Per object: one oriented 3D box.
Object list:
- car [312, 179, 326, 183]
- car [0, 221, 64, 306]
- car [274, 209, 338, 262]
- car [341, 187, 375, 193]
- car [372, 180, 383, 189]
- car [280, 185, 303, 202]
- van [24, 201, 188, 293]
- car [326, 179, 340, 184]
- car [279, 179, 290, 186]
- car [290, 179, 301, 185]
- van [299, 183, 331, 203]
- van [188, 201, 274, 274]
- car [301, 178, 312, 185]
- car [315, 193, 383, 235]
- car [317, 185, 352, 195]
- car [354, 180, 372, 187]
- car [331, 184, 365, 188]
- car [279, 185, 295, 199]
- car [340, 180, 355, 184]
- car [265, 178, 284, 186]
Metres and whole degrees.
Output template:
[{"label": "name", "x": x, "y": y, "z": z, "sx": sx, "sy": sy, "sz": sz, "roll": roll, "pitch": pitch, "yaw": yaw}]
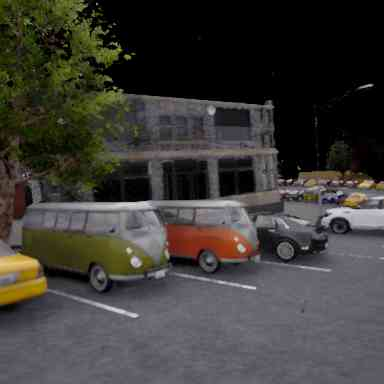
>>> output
[{"label": "car", "x": 25.896, "y": -1.768, "z": 64.693, "sx": 2.185, "sy": 1.767, "sz": 4.553, "roll": 1, "pitch": 5, "yaw": 43}, {"label": "car", "x": -5.238, "y": 1.483, "z": 7.052, "sx": 5.366, "sy": 1.575, "sz": 1.946, "roll": -1, "pitch": -1, "yaw": 35}, {"label": "car", "x": 2.366, "y": 1.485, "z": 12.124, "sx": 4.892, "sy": 1.521, "sz": 2.231, "roll": -1, "pitch": -1, "yaw": 35}, {"label": "car", "x": 19.441, "y": 0.765, "z": 38.990, "sx": 1.946, "sy": 1.575, "sz": 5.366, "roll": 0, "pitch": 6, "yaw": 40}, {"label": "car", "x": 31.665, "y": -1.170, "z": 54.447, "sx": 1.946, "sy": 1.575, "sz": 5.366, "roll": 1, "pitch": 5, "yaw": 41}, {"label": "car", "x": 14.888, "y": 0.432, "z": 46.744, "sx": 2.231, "sy": 1.521, "sz": 4.892, "roll": 0, "pitch": 6, "yaw": 41}, {"label": "van", "x": -2.507, "y": 1.256, "z": 8.611, "sx": 4.442, "sy": 1.987, "sz": 1.878, "roll": -1, "pitch": -1, "yaw": 35}, {"label": "car", "x": 27.304, "y": -1.479, "z": 62.109, "sx": 2.002, "sy": 1.452, "sz": 4.674, "roll": 1, "pitch": 5, "yaw": 42}, {"label": "car", "x": 21.867, "y": -2.033, "z": 72.618, "sx": 2.097, "sy": 1.535, "sz": 5.008, "roll": 1, "pitch": 6, "yaw": 44}, {"label": "car", "x": 23.227, "y": -2.030, "z": 69.991, "sx": 2.185, "sy": 1.767, "sz": 4.553, "roll": 2, "pitch": 6, "yaw": 43}, {"label": "van", "x": 16.411, "y": 0.314, "z": 44.175, "sx": 1.878, "sy": 1.987, "sz": 4.442, "roll": 0, "pitch": 6, "yaw": 41}, {"label": "van", "x": -0.022, "y": 1.256, "z": 10.343, "sx": 4.442, "sy": 1.987, "sz": 1.878, "roll": -1, "pitch": -1, "yaw": 35}, {"label": "car", "x": 24.682, "y": -1.792, "z": 67.485, "sx": 1.946, "sy": 1.575, "sz": 5.366, "roll": 1, "pitch": 5, "yaw": 43}, {"label": "car", "x": 9.777, "y": 1.233, "z": 17.323, "sx": 5.566, "sy": 2.045, "sz": 2.435, "roll": -1, "pitch": -1, "yaw": 35}, {"label": "car", "x": 17.800, "y": 0.549, "z": 41.439, "sx": 2.185, "sy": 1.767, "sz": 4.553, "roll": 0, "pitch": 6, "yaw": 40}, {"label": "car", "x": 29.998, "y": -1.260, "z": 56.758, "sx": 1.946, "sy": 1.575, "sz": 5.366, "roll": 1, "pitch": 6, "yaw": 42}, {"label": "car", "x": 20.696, "y": 0.086, "z": 45.962, "sx": 1.837, "sy": 1.490, "sz": 4.892, "roll": -6, "pitch": 6, "yaw": -28}, {"label": "car", "x": 13.458, "y": 0.346, "z": 49.401, "sx": 2.002, "sy": 1.452, "sz": 4.674, "roll": 1, "pitch": 7, "yaw": 41}, {"label": "car", "x": 28.703, "y": -1.355, "z": 59.502, "sx": 2.002, "sy": 1.452, "sz": 4.674, "roll": 1, "pitch": 5, "yaw": 42}, {"label": "car", "x": 19.274, "y": -2.273, "z": 77.956, "sx": 2.163, "sy": 1.488, "sz": 4.792, "roll": 1, "pitch": 6, "yaw": 44}]
